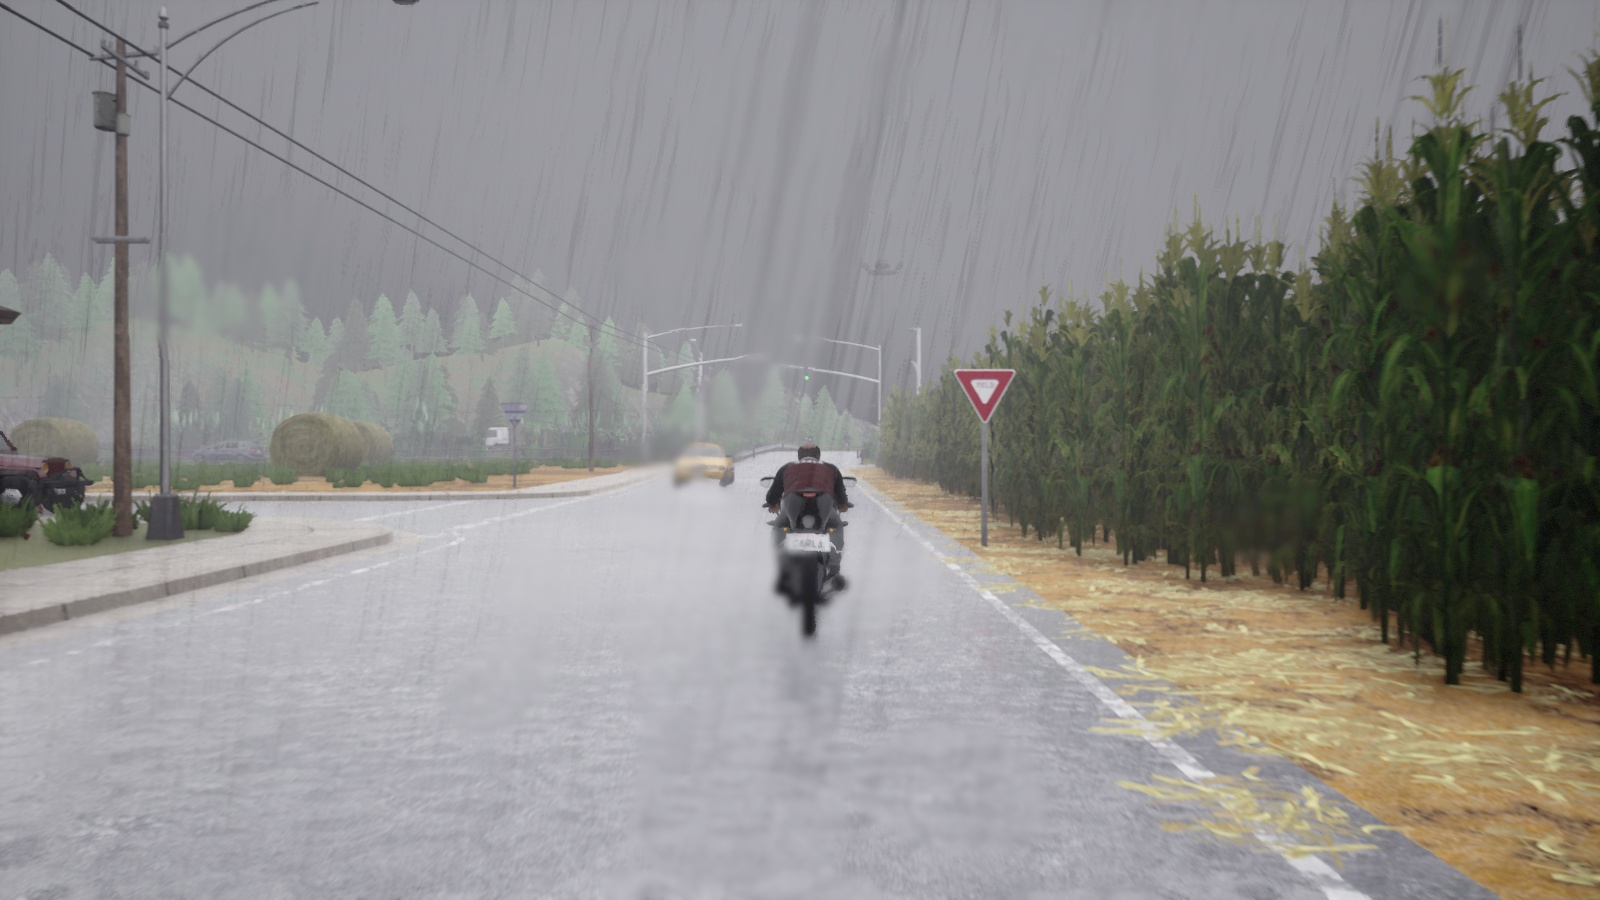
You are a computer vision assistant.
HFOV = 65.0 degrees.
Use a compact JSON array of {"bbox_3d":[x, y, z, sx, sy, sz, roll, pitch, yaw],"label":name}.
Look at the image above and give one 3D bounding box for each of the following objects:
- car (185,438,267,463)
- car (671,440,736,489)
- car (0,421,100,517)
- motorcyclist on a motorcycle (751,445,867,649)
[{"bbox_3d":[-39.497,0.046,86.437,4.611,1.667,2.242,0,0,3],"label":"car"},{"bbox_3d":[-3.241,0.445,42.989,1.801,1.575,5.366,0,0,0],"label":"car"},{"bbox_3d":[-16.568,0.362,25.288,3.866,1.878,1.905,0,0,-1],"label":"car"},{"bbox_3d":[0.075,0.723,10.524,0.866,1.530,2.191,0,0,0],"label":"motorcyclist on a motorcycle"}]
